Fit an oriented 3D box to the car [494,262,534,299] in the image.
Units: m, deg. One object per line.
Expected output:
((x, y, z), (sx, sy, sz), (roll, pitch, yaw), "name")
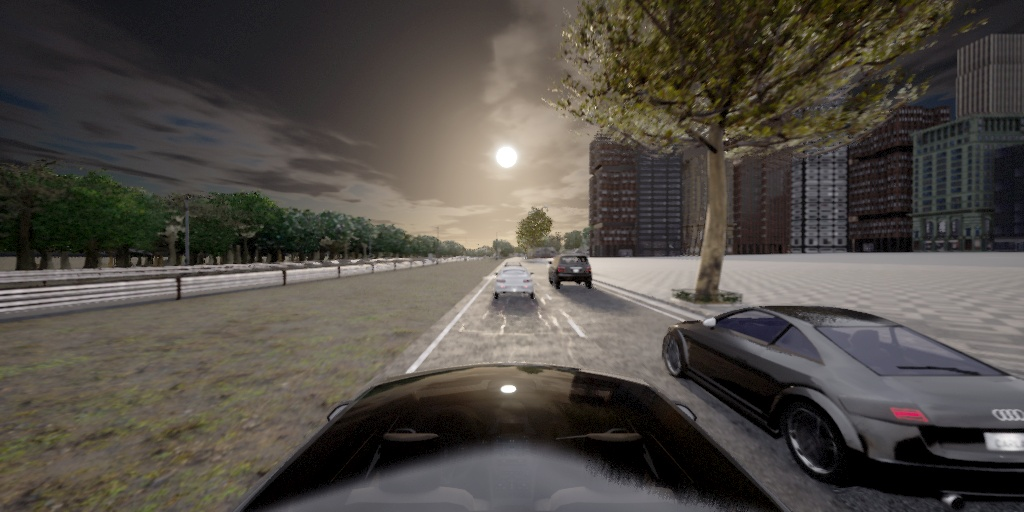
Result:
((0.105, 1.233, 17.801), (1.812, 1.442, 4.674), (0, 0, 0), "car")

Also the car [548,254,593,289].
((3.607, 0.904, 22.827), (2.150, 2.045, 5.566), (0, 0, 0), "car")

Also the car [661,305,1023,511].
((3.602, 1.309, 4.604), (1.994, 1.385, 4.181), (0, 0, 0), "car")
